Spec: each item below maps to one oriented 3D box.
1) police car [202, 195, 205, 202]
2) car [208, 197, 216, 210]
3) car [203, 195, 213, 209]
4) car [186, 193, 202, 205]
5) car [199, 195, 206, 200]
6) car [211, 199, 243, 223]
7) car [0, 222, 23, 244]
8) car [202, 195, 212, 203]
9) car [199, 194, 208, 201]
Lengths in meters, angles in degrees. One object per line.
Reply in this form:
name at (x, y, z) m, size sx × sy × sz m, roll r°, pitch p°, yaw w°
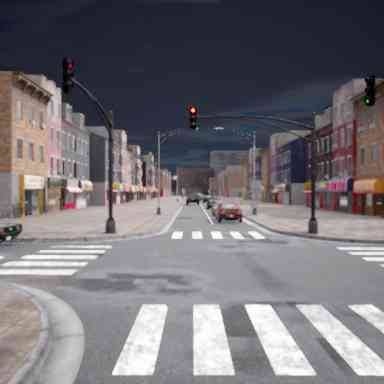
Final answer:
police car at (3.128, 1.321, 63.117) m, size 1.930 × 1.638 × 5.238 m, roll 0°, pitch 0°, yaw 0°
car at (2.697, 1.441, 30.687) m, size 1.752 × 1.417 × 4.829 m, roll 0°, pitch 0°, yaw 0°
car at (2.718, 1.466, 41.876) m, size 1.947 × 1.339 × 4.313 m, roll 0°, pitch 0°, yaw 0°
car at (0.154, 1.116, 54.794) m, size 2.150 × 2.045 × 5.566 m, roll 0°, pitch 0°, yaw 1°
car at (2.802, 1.491, 87.314) m, size 1.802 × 1.307 × 4.206 m, roll 0°, pitch 0°, yaw 0°
car at (2.687, 1.473, 24.838) m, size 1.887 × 1.381 × 4.507 m, roll 0°, pitch 0°, yaw 0°
car at (-9.486, 1.531, 13.142) m, size 4.718 × 1.301 × 1.895 m, roll 0°, pitch 0°, yaw -1°
car at (3.156, 1.425, 70.007) m, size 1.812 × 1.442 × 4.674 m, roll 0°, pitch 0°, yaw 0°
car at (2.792, 1.345, 81.634) m, size 1.967 × 1.590 × 4.097 m, roll 0°, pitch 0°, yaw 0°
